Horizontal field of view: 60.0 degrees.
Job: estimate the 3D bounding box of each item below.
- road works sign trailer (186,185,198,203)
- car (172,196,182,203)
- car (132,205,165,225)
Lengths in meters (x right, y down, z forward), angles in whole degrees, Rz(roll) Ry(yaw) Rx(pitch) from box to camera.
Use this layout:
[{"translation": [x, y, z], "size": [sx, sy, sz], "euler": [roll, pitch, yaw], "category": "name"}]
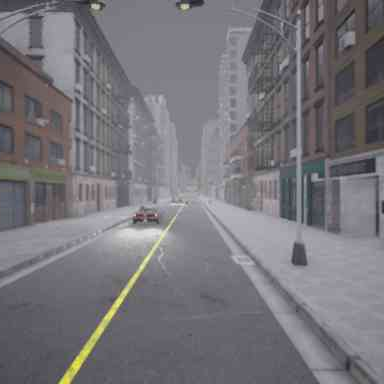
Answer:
[{"translation": [-0.012, 0.407, 65.123], "size": [2.380, 3.560, 2.880], "euler": [0, 1, 0], "category": "road works sign trailer"}, {"translation": [-3.009, 1.455, 65.820], "size": [2.128, 1.511, 4.902], "euler": [0, 0, 0], "category": "car"}, {"translation": [-3.098, 1.601, 24.222], "size": [1.895, 1.301, 4.718], "euler": [0, 0, 0], "category": "car"}]
